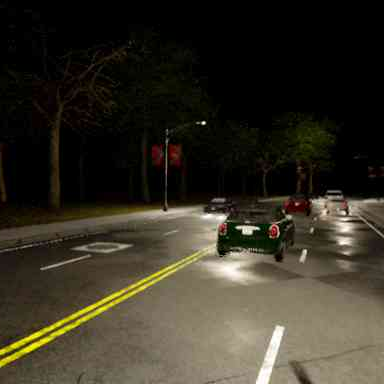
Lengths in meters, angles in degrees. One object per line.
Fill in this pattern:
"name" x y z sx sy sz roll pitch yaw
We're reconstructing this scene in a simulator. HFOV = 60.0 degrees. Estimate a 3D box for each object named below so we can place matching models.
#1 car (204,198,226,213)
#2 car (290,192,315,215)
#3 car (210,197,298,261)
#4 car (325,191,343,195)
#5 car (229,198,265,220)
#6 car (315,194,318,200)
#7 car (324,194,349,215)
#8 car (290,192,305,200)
"car" 2.560 1.211 30.256 1.994 1.385 4.181 1 1 22
"car" 9.577 1.051 29.801 2.097 1.767 4.553 1 1 22
"car" 2.481 1.216 12.092 2.097 1.767 4.553 1 1 22
"car" 17.196 0.847 39.987 2.150 2.045 5.566 1 1 26
"car" 4.399 1.233 26.140 1.812 1.442 4.674 1 1 22
"car" 22.771 0.874 63.515 1.812 1.442 4.674 0 1 33
"car" 13.418 1.240 30.739 1.812 1.442 4.674 1 1 22
"car" 21.360 0.808 67.235 1.812 1.442 4.674 1 1 33
